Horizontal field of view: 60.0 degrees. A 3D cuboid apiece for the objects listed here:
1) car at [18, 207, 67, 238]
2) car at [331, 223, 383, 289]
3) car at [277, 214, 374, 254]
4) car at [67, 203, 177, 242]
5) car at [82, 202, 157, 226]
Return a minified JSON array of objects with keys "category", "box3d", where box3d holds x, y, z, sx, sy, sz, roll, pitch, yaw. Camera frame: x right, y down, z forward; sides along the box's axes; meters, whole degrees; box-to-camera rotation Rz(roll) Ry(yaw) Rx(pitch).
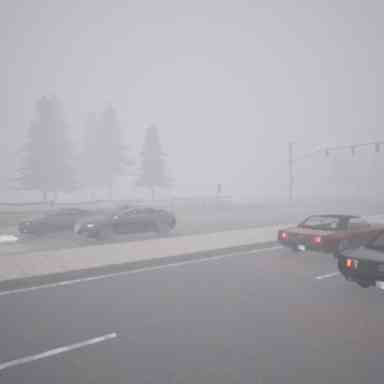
[{"category":"car","box3d":[-6.778,1.500,17.534,4.181,1.385,1.994,-1,1,-35]},{"category":"car","box3d":[5.492,1.475,7.668,4.718,1.301,1.895,-1,1,-36]},{"category":"car","box3d":[5.284,1.442,11.821,4.718,1.301,1.895,-1,1,-36]},{"category":"car","box3d":[-3.030,1.397,15.890,4.902,1.511,2.128,-1,1,-35]},{"category":"car","box3d":[-4.981,1.470,23.067,4.718,1.301,1.895,-1,1,-35]}]
